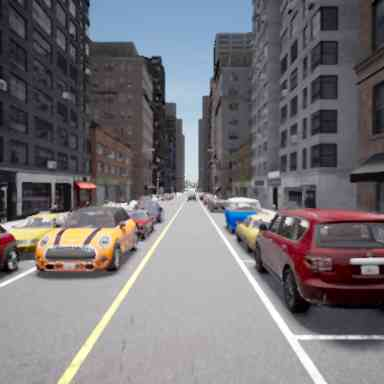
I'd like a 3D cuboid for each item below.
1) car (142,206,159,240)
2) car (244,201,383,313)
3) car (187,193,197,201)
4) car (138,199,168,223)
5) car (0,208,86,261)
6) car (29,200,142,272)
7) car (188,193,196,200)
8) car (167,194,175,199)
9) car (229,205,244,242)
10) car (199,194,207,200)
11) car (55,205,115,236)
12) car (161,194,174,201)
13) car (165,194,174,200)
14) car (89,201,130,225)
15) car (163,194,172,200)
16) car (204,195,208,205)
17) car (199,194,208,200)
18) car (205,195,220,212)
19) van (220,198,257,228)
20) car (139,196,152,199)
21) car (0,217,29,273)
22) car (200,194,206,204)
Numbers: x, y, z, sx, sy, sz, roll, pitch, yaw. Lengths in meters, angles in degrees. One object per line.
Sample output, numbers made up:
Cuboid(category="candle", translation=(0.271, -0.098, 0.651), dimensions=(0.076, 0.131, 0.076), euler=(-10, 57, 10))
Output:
Cuboid(category="car", translation=(-2.998, 1.579, 16.691), dimensions=(1.895, 1.301, 4.718), euler=(0, 0, 0))
Cuboid(category="car", translation=(2.751, 1.274, 7.526), dimensions=(2.192, 1.841, 5.009), euler=(-1, 0, 0))
Cuboid(category="car", translation=(0.007, 1.209, 69.660), dimensions=(1.812, 1.442, 4.674), euler=(0, 0, 0))
Cuboid(category="car", translation=(-3.084, 1.442, 24.054), dimensions=(1.994, 1.385, 4.181), euler=(0, 0, 0))
Cuboid(category="car", translation=(-5.771, 1.457, 12.861), dimensions=(1.752, 1.417, 4.829), euler=(-1, 0, 0))
Cuboid(category="car", translation=(-3.097, 1.295, 10.644), dimensions=(2.097, 1.767, 4.553), euler=(0, 0, 0))
Cuboid(category="car", translation=(0.008, 1.050, 79.934), dimensions=(1.837, 1.490, 4.892), euler=(0, 0, 0))
Cuboid(category="car", translation=(-5.764, 1.161, 90.103), dimensions=(1.887, 1.381, 4.507), euler=(-1, 0, 0))
Cuboid(category="car", translation=(2.754, 1.456, 13.202), dimensions=(1.752, 1.417, 4.829), euler=(-1, 0, 0))
Cuboid(category="car", translation=(2.760, 1.181, 84.597), dimensions=(1.887, 1.381, 4.507), euler=(-1, 0, 0))
Cuboid(category="car", translation=(-5.770, 1.470, 18.536), dimensions=(1.947, 1.339, 4.313), euler=(-1, 0, 0))
Cuboid(category="car", translation=(-5.767, 1.115, 73.587), dimensions=(1.967, 1.590, 4.097), euler=(-1, 0, 0))
Cuboid(category="car", translation=(-5.765, 1.186, 84.598), dimensions=(2.008, 1.369, 4.403), euler=(-1, 0, 0))
Cuboid(category="car", translation=(-5.770, 1.404, 23.872), dimensions=(1.752, 1.417, 4.829), euler=(-1, 0, 0))
Cuboid(category="car", translation=(-5.765, 1.221, 79.093), dimensions=(1.947, 1.339, 4.313), euler=(-1, 0, 0))
Cuboid(category="car", translation=(2.756, 1.350, 40.556), dimensions=(1.887, 1.381, 4.507), euler=(-1, 0, 0))
Cuboid(category="car", translation=(2.760, 1.200, 79.091), dimensions=(1.887, 1.381, 4.507), euler=(-1, 0, 0))
Cuboid(category="car", translation=(2.756, 1.380, 35.051), dimensions=(2.008, 1.369, 4.403), euler=(-1, 0, 0))
Cuboid(category="van", translation=(2.752, 1.245, 18.535), dimensions=(1.690, 1.788, 3.998), euler=(-1, 0, 0))
Cuboid(category="car", translation=(-5.770, 1.246, 40.557), dimensions=(1.967, 1.590, 4.097), euler=(-1, 0, 0))
Cuboid(category="car", translation=(-5.773, 1.399, 7.527), dimensions=(1.967, 1.590, 4.097), euler=(-1, 0, 0))
Cuboid(category="car", translation=(2.756, 1.201, 51.566), dimensions=(1.967, 1.590, 4.097), euler=(-1, 0, 0))
